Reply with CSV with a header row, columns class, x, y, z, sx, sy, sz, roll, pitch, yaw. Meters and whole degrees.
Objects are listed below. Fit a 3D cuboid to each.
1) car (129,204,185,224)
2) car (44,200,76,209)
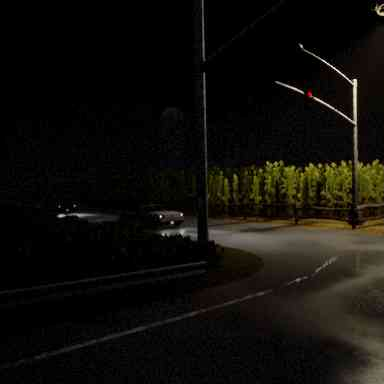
class,x,y,z,sx,sy,sz,roll,pitch,yaw
car,-2.512,1.410,20.286,1.895,1.301,4.718,-2,1,-40
car,-13.207,1.431,33.230,1.895,1.301,4.718,-2,1,-39
